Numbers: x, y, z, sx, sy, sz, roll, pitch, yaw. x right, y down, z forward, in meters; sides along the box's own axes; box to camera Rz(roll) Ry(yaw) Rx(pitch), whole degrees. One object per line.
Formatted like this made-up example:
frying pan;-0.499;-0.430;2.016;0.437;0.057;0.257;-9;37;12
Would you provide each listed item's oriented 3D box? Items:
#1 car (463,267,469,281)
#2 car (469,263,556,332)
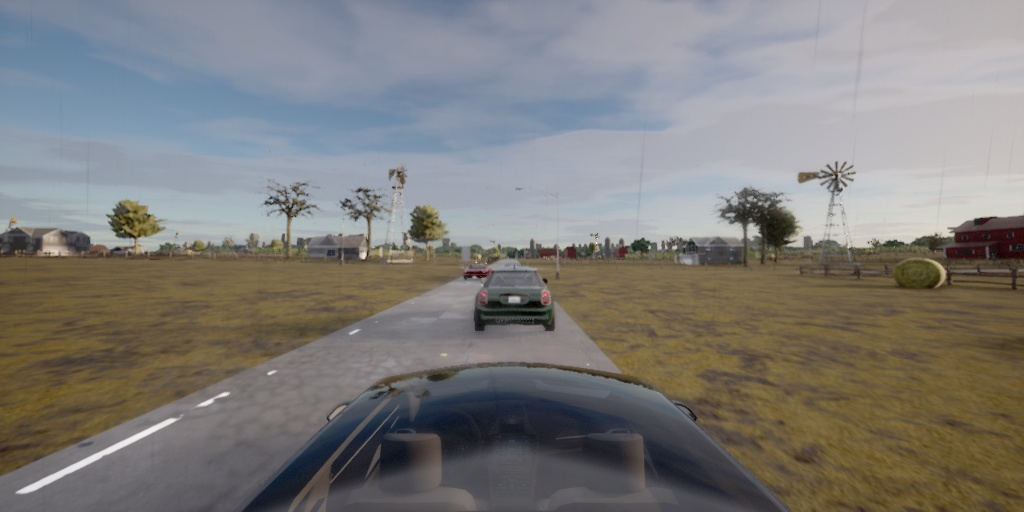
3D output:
car;-2.834;1.299;29.476;1.895;1.301;4.718;0;0;0
car;0.076;1.091;10.946;2.097;1.767;4.553;0;0;0
